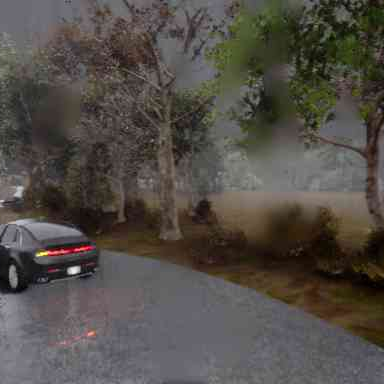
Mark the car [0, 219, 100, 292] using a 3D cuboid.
[{"bbox_3d":[-4.367,1.489,9.013,4.892,1.490,1.837,0,0,43],"label":"car"}]

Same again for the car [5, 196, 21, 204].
[{"bbox_3d":[-32.881,1.347,61.269,1.994,1.385,4.181,-1,2,-17],"label":"car"}]
